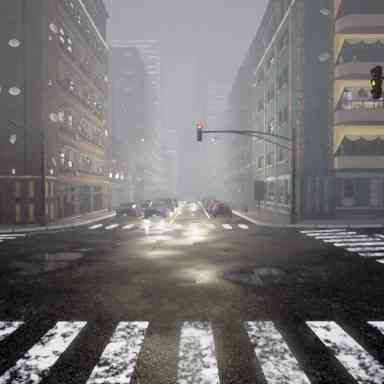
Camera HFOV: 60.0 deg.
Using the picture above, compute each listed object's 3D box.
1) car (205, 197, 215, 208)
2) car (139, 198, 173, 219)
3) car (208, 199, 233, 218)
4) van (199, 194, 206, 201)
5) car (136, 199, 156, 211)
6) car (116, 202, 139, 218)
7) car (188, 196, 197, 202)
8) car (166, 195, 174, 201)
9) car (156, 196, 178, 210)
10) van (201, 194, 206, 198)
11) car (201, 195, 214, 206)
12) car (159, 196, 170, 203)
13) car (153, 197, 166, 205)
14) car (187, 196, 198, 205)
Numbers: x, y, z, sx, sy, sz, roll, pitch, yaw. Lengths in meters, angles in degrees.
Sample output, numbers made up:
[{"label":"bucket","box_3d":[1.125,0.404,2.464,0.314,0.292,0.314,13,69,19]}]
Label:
[{"label":"car","box_3d":[2.707,1.570,35.800,1.947,1.339,4.313,0,0,0]},{"label":"car","box_3d":[-3.082,1.550,29.800,2.033,1.411,5.357,0,0,0]},{"label":"car","box_3d":[2.704,1.584,30.277,1.802,1.307,4.206,0,0,0]},{"label":"van","box_3d":[2.736,1.379,85.512,1.690,1.788,3.998,-1,0,0]},{"label":"car","box_3d":[-5.670,1.573,41.341,1.947,1.339,4.313,0,0,0]},{"label":"car","box_3d":[-5.677,1.568,30.294,1.947,1.339,4.313,0,0,0]},{"label":"car","box_3d":[0.045,1.452,69.770,1.895,1.301,4.718,0,0,0]},{"label":"car","box_3d":[-5.643,1.563,85.359,1.752,1.417,4.829,0,0,0]},{"label":"car","box_3d":[-3.072,1.511,39.918,1.837,1.490,4.892,0,0,0]},{"label":"van","box_3d":[2.716,1.354,52.370,1.690,1.788,3.998,0,0,0]},{"label":"car","box_3d":[2.714,1.554,46.847,1.887,1.381,4.507,0,0,0]},{"label":"car","box_3d":[-5.653,1.605,68.959,1.802,1.307,4.206,0,0,0]},{"label":"car","box_3d":[-5.660,1.561,57.912,1.887,1.381,4.507,0,0,0]},{"label":"car","box_3d":[0.038,1.543,59.734,1.812,1.442,4.674,0,0,0]}]
